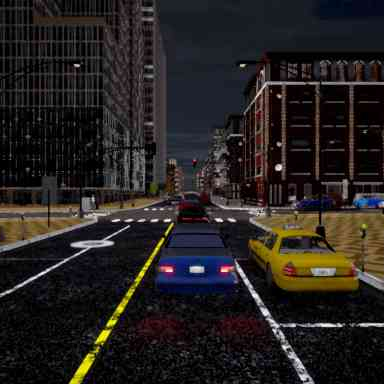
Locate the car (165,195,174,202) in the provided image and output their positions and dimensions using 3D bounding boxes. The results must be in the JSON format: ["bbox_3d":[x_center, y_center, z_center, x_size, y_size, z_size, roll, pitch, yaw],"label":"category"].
[{"bbox_3d":[-5.351,1.550,80.220,1.887,1.381,4.507,0,0,0],"label":"car"}]

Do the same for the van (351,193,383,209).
[{"bbox_3d":[20.953,1.050,39.056,3.998,1.788,1.690,-1,1,-1],"label":"van"}]

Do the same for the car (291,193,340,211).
[{"bbox_3d":[13.270,1.162,36.492,4.553,1.767,2.097,-1,0,-1],"label":"car"}]

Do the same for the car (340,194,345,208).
[{"bbox_3d":[15.297,1.094,38.994,5.009,1.841,2.192,-1,1,-1],"label":"car"}]

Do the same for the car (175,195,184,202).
[{"bbox_3d":[-2.783,1.482,75.078,1.882,1.535,5.008,0,0,0],"label":"car"}]

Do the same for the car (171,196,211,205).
[{"bbox_3d":[-0.157,1.541,38.226,1.994,1.385,4.181,-1,0,-33],"label":"car"}]

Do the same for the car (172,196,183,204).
[{"bbox_3d":[-2.821,1.529,64.598,1.812,1.442,4.674,0,0,0],"label":"car"}]

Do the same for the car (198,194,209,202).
[{"bbox_3d":[2.532,1.320,74.630,2.192,1.841,5.009,0,0,0],"label":"car"}]

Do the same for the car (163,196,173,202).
[{"bbox_3d":[-5.348,1.555,74.627,2.008,1.369,4.403,0,0,0],"label":"car"}]

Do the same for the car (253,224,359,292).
[{"bbox_3d":[2.560,1.525,8.798,1.752,1.417,4.829,0,0,0],"label":"car"}]

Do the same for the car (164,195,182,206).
[{"bbox_3d":[-2.864,1.495,52.851,2.128,1.511,4.902,0,0,0],"label":"car"}]

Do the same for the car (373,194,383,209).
[{"bbox_3d":[23.072,1.213,36.628,4.674,1.442,1.812,-1,0,0],"label":"car"}]

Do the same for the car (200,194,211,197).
[{"bbox_3d":[2.537,1.318,63.445,2.192,1.841,5.009,0,0,0],"label":"car"}]

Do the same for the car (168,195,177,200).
[{"bbox_3d":[-5.355,1.558,91.406,2.008,1.369,4.403,0,0,0],"label":"car"}]

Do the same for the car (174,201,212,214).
[{"bbox_3d":[0.075,1.505,18.687,1.837,1.490,4.892,0,0,0],"label":"car"}]

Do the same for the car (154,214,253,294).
[{"bbox_3d":[0.093,1.547,8.945,2.033,1.411,5.357,0,0,0],"label":"car"}]

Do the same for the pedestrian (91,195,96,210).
[{"bbox_3d":[-12.366,1.270,41.628,0.375,1.860,0.375,0,1,-1],"label":"pedestrian"}]
